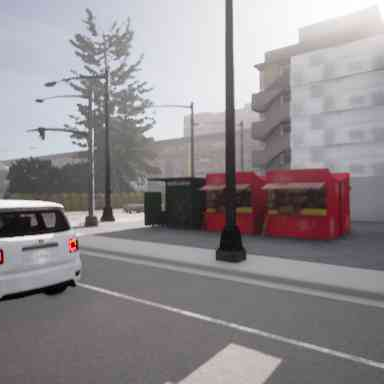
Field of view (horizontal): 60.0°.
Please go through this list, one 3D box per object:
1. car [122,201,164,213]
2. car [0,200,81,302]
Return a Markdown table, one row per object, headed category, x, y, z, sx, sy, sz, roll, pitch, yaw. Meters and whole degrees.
| category | x | y | z | sx | sy | sz | roll | pitch | yaw |
| --- | --- | --- | --- | --- | --- | --- | --- | --- | --- |
| car | -5.278 | 1.583 | 36.131 | 1.895 | 1.301 | 4.718 | -1 | 0 | 36 |
| car | -4.808 | 1.187 | 7.379 | 5.566 | 2.045 | 2.150 | 0 | 0 | 36 |
